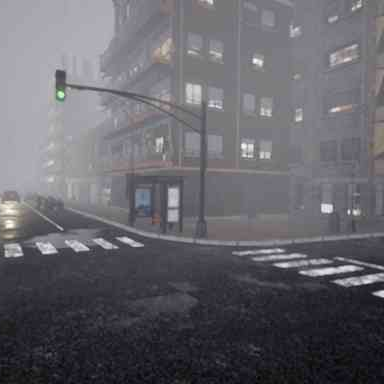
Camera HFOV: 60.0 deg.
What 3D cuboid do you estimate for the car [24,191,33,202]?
[{"bbox_3d":[-23.749,0.627,49.179,1.967,1.590,4.097,0,1,-30],"label":"car"}]

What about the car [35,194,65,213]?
[{"bbox_3d":[-12.469,1.083,29.652,2.008,1.369,4.403,0,1,-30],"label":"car"}]

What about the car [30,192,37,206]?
[{"bbox_3d":[-15.288,0.990,34.534,1.887,1.381,4.507,0,1,-30],"label":"car"}]

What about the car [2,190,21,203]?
[{"bbox_3d":[-24.423,0.576,45.008,2.097,1.767,4.553,0,1,-30],"label":"car"}]

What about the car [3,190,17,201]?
[{"bbox_3d":[-29.327,0.552,53.467,1.882,1.535,5.008,0,1,-30],"label":"car"}]
